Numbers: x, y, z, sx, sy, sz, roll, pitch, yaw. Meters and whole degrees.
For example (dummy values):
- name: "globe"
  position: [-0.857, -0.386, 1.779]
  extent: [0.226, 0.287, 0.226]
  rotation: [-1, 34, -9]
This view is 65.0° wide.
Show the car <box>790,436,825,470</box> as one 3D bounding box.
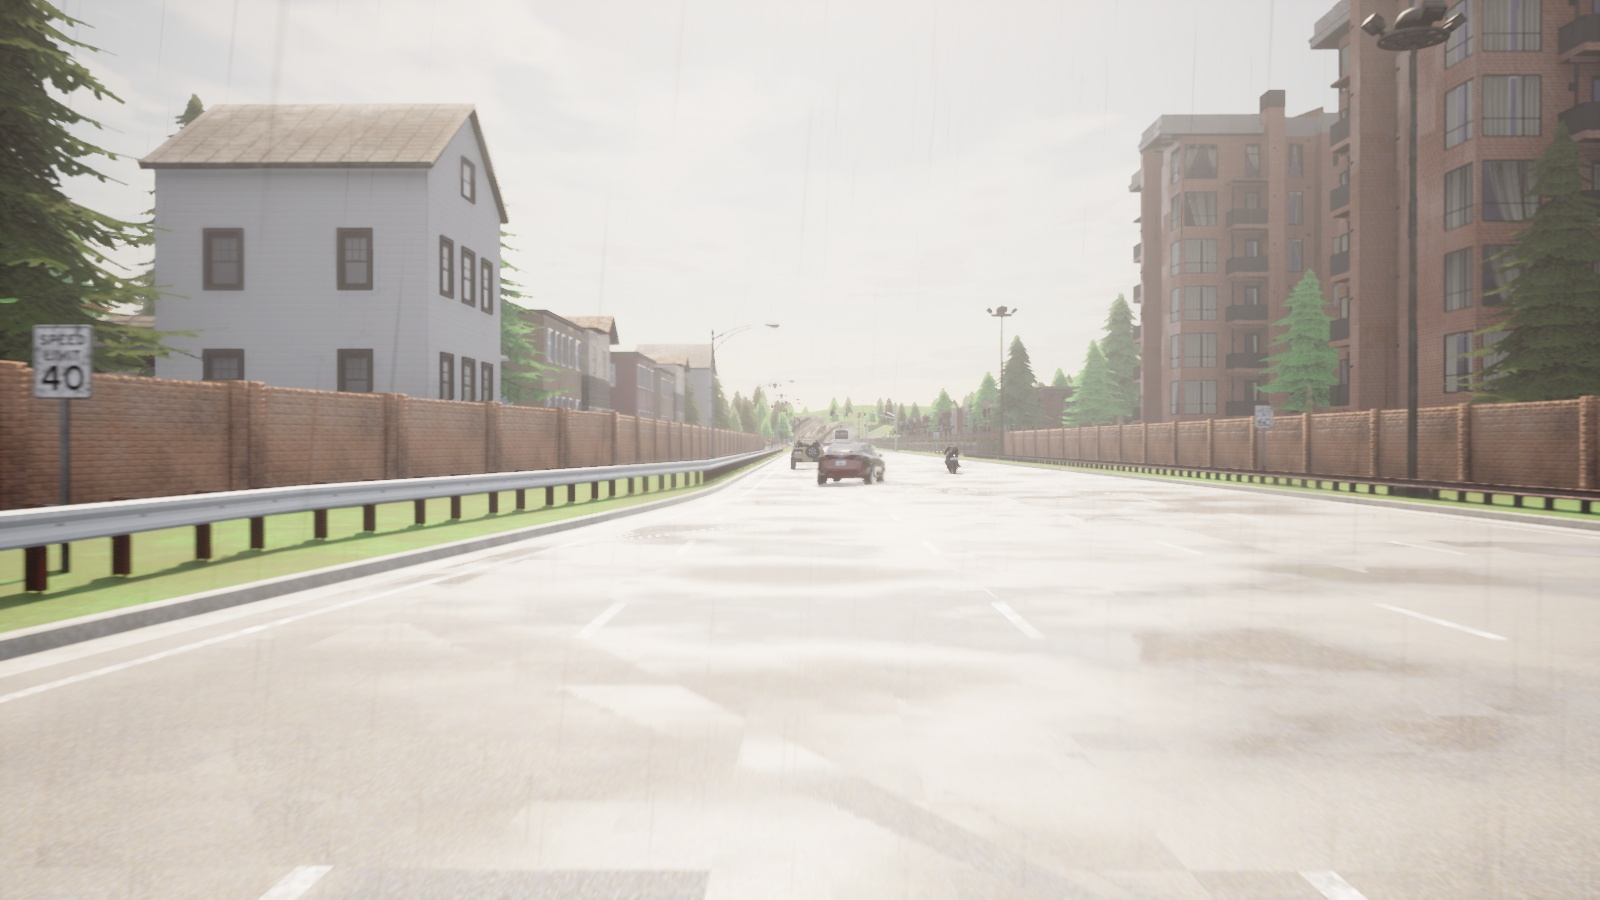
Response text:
- name: "car"
  position: [0.430, 0.153, 72.688]
  extent: [1.932, 1.855, 4.605]
  rotation: [0, 0, 0]

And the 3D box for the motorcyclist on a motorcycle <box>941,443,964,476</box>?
- name: "motorcyclist on a motorcycle"
  position: [7.361, 0.444, 60.817]
  extent: [0.866, 1.530, 2.191]
  rotation: [0, 0, 0]

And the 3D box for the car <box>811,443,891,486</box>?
- name: "car"
  position: [1.932, 0.487, 46.094]
  extent: [2.163, 1.488, 4.792]
  rotation: [0, 0, 12]
